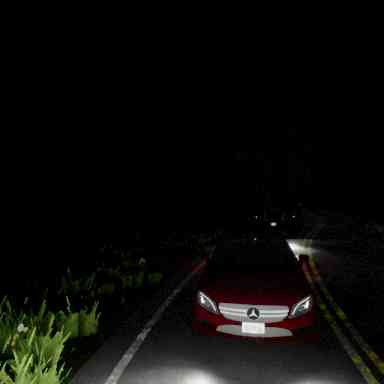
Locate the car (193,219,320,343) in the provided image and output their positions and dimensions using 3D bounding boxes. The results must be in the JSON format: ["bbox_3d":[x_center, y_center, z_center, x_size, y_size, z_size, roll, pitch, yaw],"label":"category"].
[{"bbox_3d":[1.233,1.534,6.679,1.812,1.442,4.674,-1,0,11],"label":"car"}]

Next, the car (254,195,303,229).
[{"bbox_3d":[5.009,1.214,18.849,2.150,2.045,5.566,-2,-1,22],"label":"car"}]
